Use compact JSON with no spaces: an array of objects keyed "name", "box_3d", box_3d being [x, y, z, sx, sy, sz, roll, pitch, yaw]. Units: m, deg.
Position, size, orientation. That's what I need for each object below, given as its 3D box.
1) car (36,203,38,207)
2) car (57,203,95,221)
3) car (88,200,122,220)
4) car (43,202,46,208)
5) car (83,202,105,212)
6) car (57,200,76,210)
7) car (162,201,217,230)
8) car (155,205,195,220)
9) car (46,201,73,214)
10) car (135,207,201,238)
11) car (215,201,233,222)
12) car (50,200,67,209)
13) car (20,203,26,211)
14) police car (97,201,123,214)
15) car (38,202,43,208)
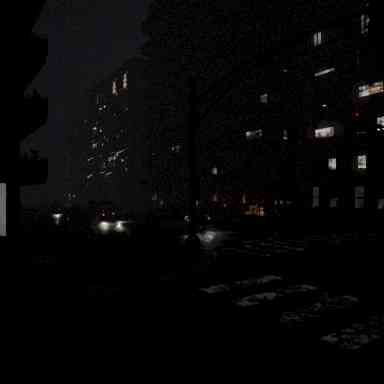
[{"name":"car","box_3d":[-38.376,3.167,84.655,1.947,1.339,4.313,-1,0,-36]},{"name":"car","box_3d":[-11.848,2.163,33.857,1.887,1.381,4.507,-1,0,-36]},{"name":"car","box_3d":[-9.335,1.824,34.829,2.150,2.045,5.566,0,-1,-36]},{"name":"car","box_3d":[-31.729,2.972,75.483,1.947,1.339,4.313,-1,0,-36]},{"name":"car","box_3d":[-16.326,2.432,55.091,1.882,1.535,5.008,0,-1,-36]},{"name":"car","box_3d":[-25.085,2.523,66.314,2.192,1.841,5.009,-1,0,-36]},{"name":"car","box_3d":[-0.718,1.686,22.947,2.097,1.767,4.553,0,-1,-36]},{"name":"car","box_3d":[-1.802,2.045,34.223,1.887,1.381,4.507,-1,0,-36]},{"name":"car","box_3d":[-19.722,2.434,49.311,1.837,1.490,4.892,0,-1,-36]},{"name":"car","box_3d":[-1.773,1.833,19.966,1.752,1.417,4.829,-1,0,-36]},{"name":"car","box_3d":[1.517,1.713,29.640,2.192,1.841,5.009,-1,0,-36]},{"name":"car","box_3d":[-28.411,2.623,70.900,2.192,1.841,5.009,-1,0,-36]},{"name":"car","box_3d":[-31.801,2.769,61.365,1.887,1.381,4.507,-1,0,-36]},{"name":"police car","box_3d":[-12.286,2.256,49.510,1.930,1.638,5.238,0,-1,-36]},{"name":"car","box_3d":[-35.055,3.049,80.068,1.887,1.381,4.507,-1,0,-36]}]
